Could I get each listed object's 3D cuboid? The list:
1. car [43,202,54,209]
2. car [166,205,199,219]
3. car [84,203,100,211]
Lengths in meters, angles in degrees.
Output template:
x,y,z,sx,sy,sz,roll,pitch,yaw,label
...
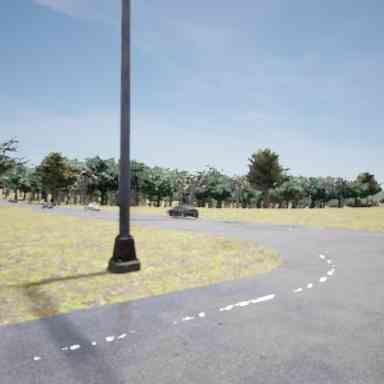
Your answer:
x,y,z,sx,sy,sz,roll,pitch,yaw,label
-29.353,2.799,67.992,2.128,1.511,4.902,3,-3,-28,car
-1.127,2.290,38.038,1.837,1.490,4.892,3,-3,-36,car
-18.898,2.873,62.741,1.812,1.442,4.674,3,-3,-36,car
